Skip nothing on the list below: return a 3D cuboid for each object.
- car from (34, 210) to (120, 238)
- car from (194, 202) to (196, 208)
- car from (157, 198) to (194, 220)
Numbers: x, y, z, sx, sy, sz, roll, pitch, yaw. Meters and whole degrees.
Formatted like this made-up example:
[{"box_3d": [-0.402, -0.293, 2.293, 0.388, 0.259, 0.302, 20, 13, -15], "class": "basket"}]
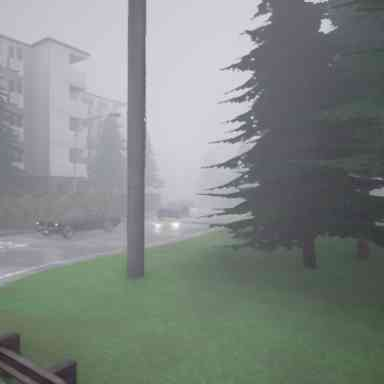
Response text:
[{"box_3d": [-6.278, 1.684, 18.616, 1.895, 1.301, 4.718, 0, 0, 29], "class": "car"}, {"box_3d": [-0.859, 1.608, 48.824, 1.895, 1.301, 4.718, 0, 0, -13], "class": "car"}, {"box_3d": [-1.583, 1.546, 29.821, 1.882, 1.535, 5.008, 0, 1, 14], "class": "car"}]
